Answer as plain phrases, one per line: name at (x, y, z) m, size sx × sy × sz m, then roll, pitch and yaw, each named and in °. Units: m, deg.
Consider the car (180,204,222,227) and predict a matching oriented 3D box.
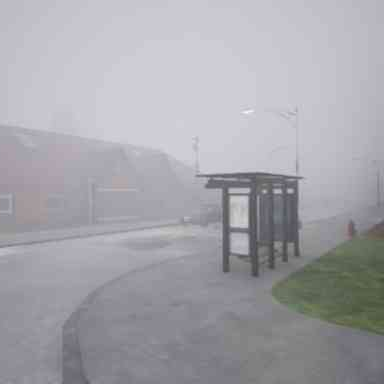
car at (1.058, 1.642, 24.213) m, size 2.128 × 1.511 × 4.902 m, roll -1°, pitch 0°, yaw 36°
